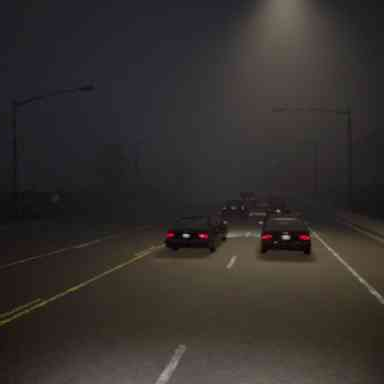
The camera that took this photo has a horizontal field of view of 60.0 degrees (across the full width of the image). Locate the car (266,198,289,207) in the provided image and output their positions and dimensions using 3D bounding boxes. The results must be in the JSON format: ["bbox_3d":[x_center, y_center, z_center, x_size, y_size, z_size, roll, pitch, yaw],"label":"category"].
[{"bbox_3d":[7.345,1.517,28.603,1.994,1.385,4.181,-1,0,14],"label":"car"}]

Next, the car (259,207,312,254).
[{"bbox_3d":[3.774,1.588,13.739,2.033,1.411,5.357,-1,0,14],"label":"car"}]

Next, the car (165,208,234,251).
[{"bbox_3d":[0.371,1.639,14.555,2.033,1.411,5.357,-1,0,14],"label":"car"}]

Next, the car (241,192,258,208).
[{"bbox_3d":[7.383,0.983,43.824,2.150,2.045,5.566,-1,1,13],"label":"car"}]

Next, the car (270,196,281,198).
[{"bbox_3d":[10.784,1.195,42.980,1.882,1.535,5.008,-1,1,13],"label":"car"}]

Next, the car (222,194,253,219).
[{"bbox_3d":[3.888,1.356,29.222,2.097,1.767,4.553,-1,0,14],"label":"car"}]
